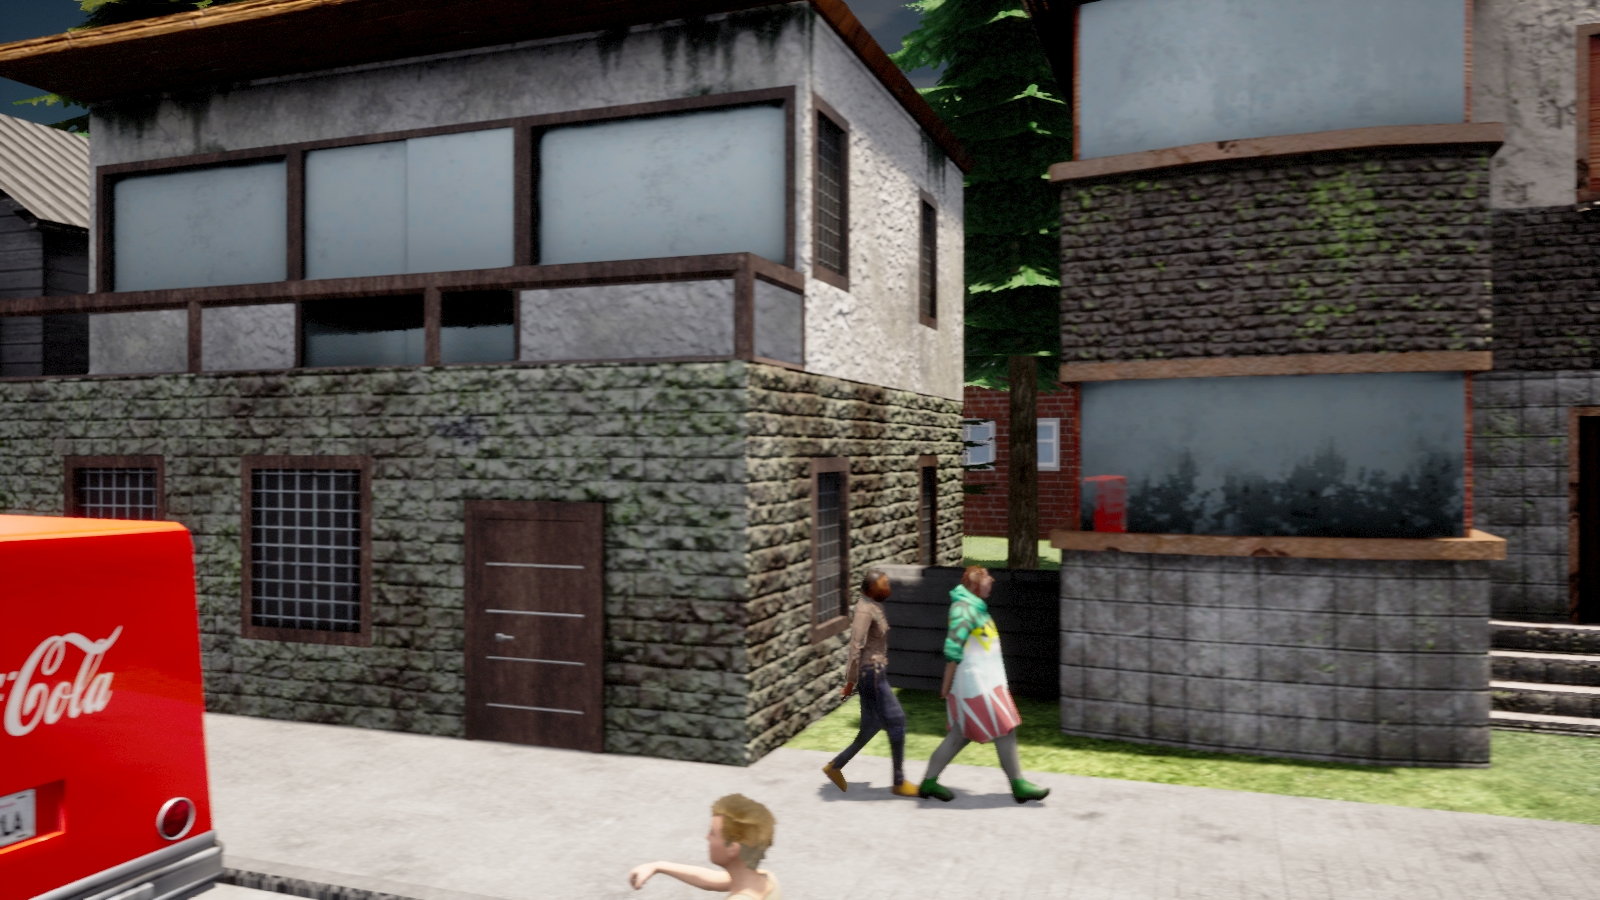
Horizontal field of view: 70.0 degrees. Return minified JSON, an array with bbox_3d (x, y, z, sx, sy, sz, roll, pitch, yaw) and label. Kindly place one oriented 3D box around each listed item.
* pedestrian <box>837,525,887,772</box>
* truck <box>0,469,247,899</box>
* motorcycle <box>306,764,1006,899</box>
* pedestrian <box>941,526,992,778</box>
[{"bbox_3d":[0.487,1.525,8.908,0.375,1.860,0.375,0,0,6],"label":"pedestrian"},{"bbox_3d":[-5.960,1.348,5.993,5.204,2.467,2.627,0,0,20],"label":"truck"},{"bbox_3d":[-0.520,1.950,4.024,2.356,1.277,0.764,0,0,20],"label":"motorcycle"},{"bbox_3d":[1.277,1.524,8.772,0.375,1.860,0.375,0,0,8],"label":"pedestrian"}]
